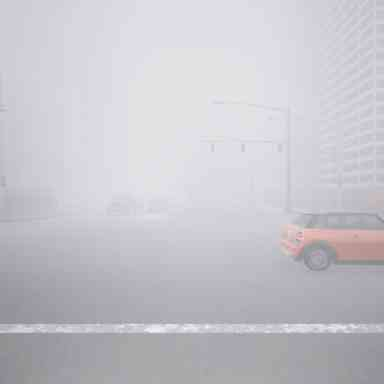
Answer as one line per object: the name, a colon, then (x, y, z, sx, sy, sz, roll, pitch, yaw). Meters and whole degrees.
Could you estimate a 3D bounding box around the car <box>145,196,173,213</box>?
car: (-3.680, 1.491, 37.473, 2.128, 1.511, 4.902, 0, 0, 0)

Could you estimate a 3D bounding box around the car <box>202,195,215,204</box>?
car: (3.459, 1.526, 64.690, 1.812, 1.442, 4.674, 0, 0, 0)

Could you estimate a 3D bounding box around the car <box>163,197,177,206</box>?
car: (-3.707, 1.564, 56.503, 1.994, 1.385, 4.181, 0, 0, 0)

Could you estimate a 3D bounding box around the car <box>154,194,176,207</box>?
car: (-3.695, 1.352, 46.690, 2.097, 1.767, 4.553, 0, 0, 0)

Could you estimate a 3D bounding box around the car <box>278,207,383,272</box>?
car: (5.111, 1.352, 10.283, 4.553, 1.767, 2.097, 0, 0, 0)

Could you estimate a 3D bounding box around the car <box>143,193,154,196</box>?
car: (-7.206, 1.221, 55.326, 2.150, 2.045, 5.566, 0, 0, 0)

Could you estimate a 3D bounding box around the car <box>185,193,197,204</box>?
car: (-0.135, 1.221, 63.770, 2.150, 2.045, 5.566, 0, 0, 0)

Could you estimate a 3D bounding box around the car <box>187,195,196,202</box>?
car: (-0.158, 1.382, 74.441, 1.994, 1.385, 4.181, 0, 0, 0)

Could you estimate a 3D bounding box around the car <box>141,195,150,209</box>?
car: (-7.195, 1.547, 44.802, 2.033, 1.411, 5.357, 0, 0, 0)

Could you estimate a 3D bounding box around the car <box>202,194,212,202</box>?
car: (3.345, 1.355, 74.593, 2.097, 1.767, 4.553, 0, 0, 0)

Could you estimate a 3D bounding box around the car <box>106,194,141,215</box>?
car: (-7.156, 1.221, 34.551, 2.150, 2.045, 5.566, 0, 0, 2)
